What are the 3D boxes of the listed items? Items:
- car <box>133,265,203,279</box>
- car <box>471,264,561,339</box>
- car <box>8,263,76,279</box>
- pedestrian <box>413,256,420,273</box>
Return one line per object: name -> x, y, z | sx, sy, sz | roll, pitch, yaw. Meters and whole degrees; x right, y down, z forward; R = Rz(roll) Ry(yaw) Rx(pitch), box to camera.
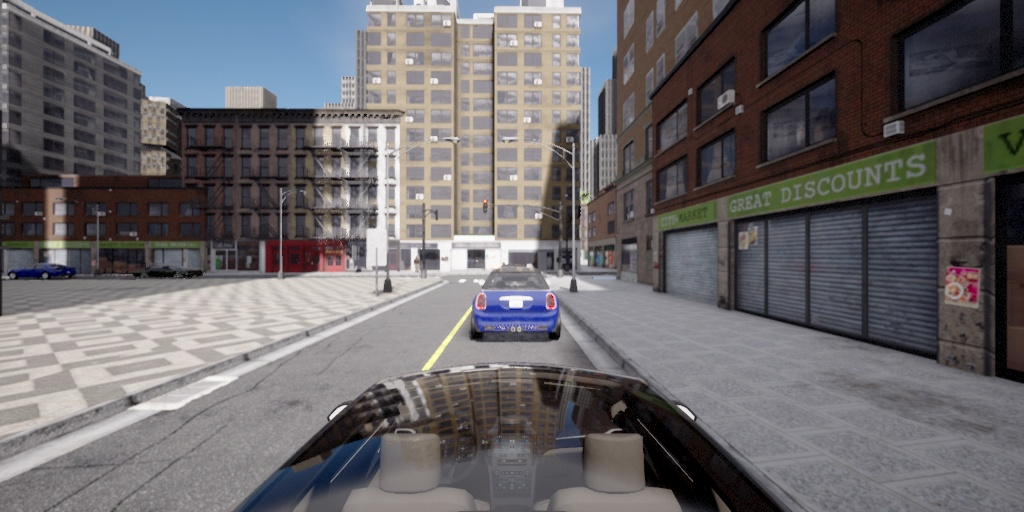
car -> -30.422, 1.476, 31.850 | 4.718, 1.301, 1.895 | 0, 0, -1
car -> 0.083, 1.079, 10.123 | 2.097, 1.767, 4.553 | 0, 0, 0
car -> -45.536, 1.444, 34.773 | 5.008, 1.535, 1.882 | 0, 0, -1
pedestrian -> -10.251, 0.874, 38.389 | 0.375, 1.860, 0.375 | 0, 0, -1
